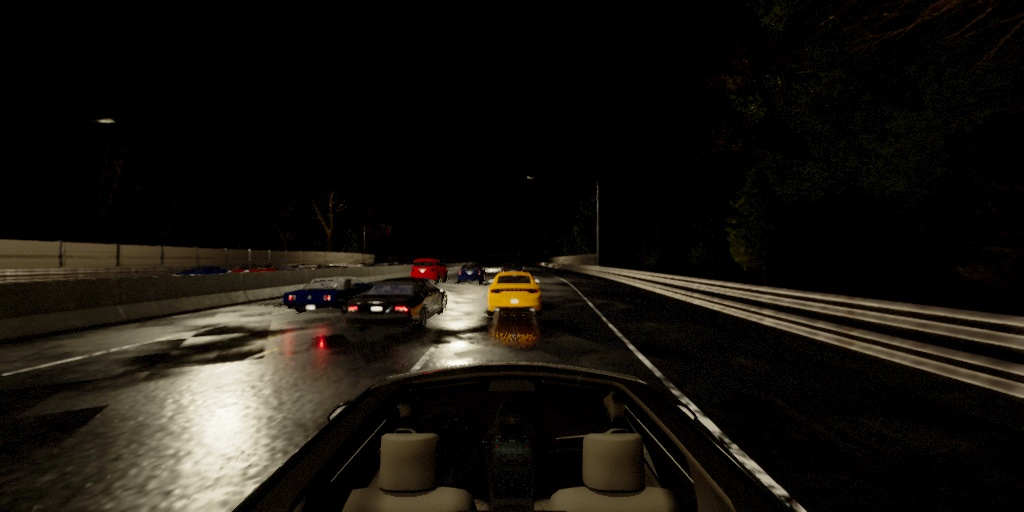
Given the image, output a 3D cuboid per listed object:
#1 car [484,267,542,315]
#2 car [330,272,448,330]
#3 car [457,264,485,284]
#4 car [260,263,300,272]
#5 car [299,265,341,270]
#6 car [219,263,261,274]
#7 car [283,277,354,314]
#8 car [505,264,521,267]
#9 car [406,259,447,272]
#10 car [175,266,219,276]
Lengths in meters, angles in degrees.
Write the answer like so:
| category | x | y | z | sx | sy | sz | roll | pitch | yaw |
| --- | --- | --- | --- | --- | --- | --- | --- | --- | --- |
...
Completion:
| category | x | y | z | sx | sy | sz | roll | pitch | yaw |
| --- | --- | --- | --- | --- | --- | --- | --- | --- | --- |
| car | 0.088 | 1.371 | 14.278 | 1.882 | 1.535 | 5.008 | 0 | -1 | 0 |
| car | -3.411 | 1.409 | 11.534 | 2.033 | 1.411 | 5.357 | 0 | -1 | 0 |
| car | -3.425 | 1.445 | 31.116 | 2.097 | 1.767 | 4.553 | 0 | -1 | 0 |
| car | -21.118 | 1.623 | 34.346 | 2.128 | 1.511 | 4.902 | 0 | -1 | 0 |
| car | -17.619 | 1.634 | 34.091 | 1.837 | 1.490 | 4.892 | 0 | -1 | 0 |
| car | -24.617 | 1.479 | 33.965 | 2.097 | 1.767 | 4.553 | 0 | -1 | 0 |
| car | -6.911 | 1.497 | 14.539 | 1.895 | 1.301 | 4.718 | 0 | -1 | 0 |
| car | 0.074 | 1.445 | 31.117 | 2.097 | 1.767 | 4.553 | 0 | -1 | 0 |
| car | -6.924 | 1.306 | 30.402 | 2.150 | 2.045 | 5.566 | 0 | -1 | 0 |
| car | -27.942 | 1.634 | 32.473 | 1.812 | 1.442 | 4.674 | 0 | -1 | -1 |
